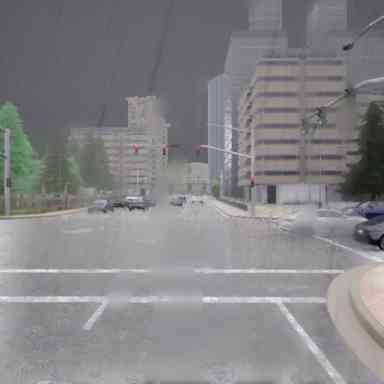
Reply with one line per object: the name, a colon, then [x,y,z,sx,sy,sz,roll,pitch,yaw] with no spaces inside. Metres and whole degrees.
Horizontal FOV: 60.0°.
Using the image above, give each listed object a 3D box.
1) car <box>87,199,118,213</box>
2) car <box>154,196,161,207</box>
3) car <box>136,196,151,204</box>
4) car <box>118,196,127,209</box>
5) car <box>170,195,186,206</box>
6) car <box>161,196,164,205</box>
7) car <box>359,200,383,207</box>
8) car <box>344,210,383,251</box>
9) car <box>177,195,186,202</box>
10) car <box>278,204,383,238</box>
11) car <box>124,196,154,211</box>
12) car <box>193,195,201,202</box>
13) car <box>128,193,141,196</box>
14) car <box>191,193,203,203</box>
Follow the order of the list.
car: [-9.846,1.526,36.413,1.812,1.442,4.674,0,0,1]
car: [-6.230,1.564,49.497,1.994,1.385,4.181,0,0,0]
car: [-9.510,1.491,65.704,2.128,1.511,4.902,0,0,1]
car: [-9.772,1.601,45.513,1.895,1.301,4.718,0,0,1]
car: [-2.485,1.564,54.531,1.994,1.385,4.181,0,0,1]
car: [-6.104,1.477,59.955,1.882,1.535,5.008,0,0,0]
car: [12.948,1.352,24.084,4.553,1.767,2.097,0,0,1]
car: [8.798,1.564,13.420,4.181,1.385,1.994,0,0,1]
car: [-2.360,1.478,77.306,1.882,1.535,5.008,0,0,1]
car: [6.796,1.525,16.940,4.674,1.442,1.812,0,0,1]
car: [-6.325,1.547,40.291,2.033,1.411,5.357,0,0,1]
car: [1.133,1.521,76.618,1.812,1.442,4.674,0,0,1]
car: [-9.659,1.221,55.472,2.150,2.045,5.566,0,0,1]
car: [1.038,1.221,66.933,2.150,2.045,5.566,0,0,1]
